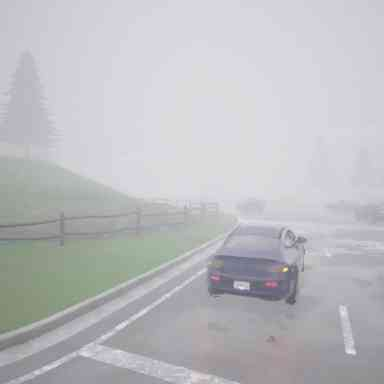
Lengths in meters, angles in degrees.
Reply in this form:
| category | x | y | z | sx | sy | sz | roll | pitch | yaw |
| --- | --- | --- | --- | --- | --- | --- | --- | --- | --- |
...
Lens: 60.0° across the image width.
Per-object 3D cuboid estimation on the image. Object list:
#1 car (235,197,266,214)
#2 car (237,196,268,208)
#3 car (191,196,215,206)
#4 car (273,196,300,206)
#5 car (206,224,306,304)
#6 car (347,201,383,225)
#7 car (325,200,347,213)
| category | x | y | z | sx | sy | sz | roll | pitch | yaw |
| --- | --- | --- | --- | --- | --- | --- | --- | --- | --- |
| car | 6.047 | 1.471 | 35.676 | 2.128 | 1.511 | 4.902 | 0 | 0 | -9 |
| car | 8.943 | 1.448 | 49.566 | 1.882 | 1.535 | 5.008 | 1 | -1 | -27 |
| car | 1.618 | 1.449 | 54.934 | 1.882 | 1.535 | 5.008 | 1 | -1 | -38 |
| car | 14.970 | 1.443 | 53.157 | 1.882 | 1.535 | 5.008 | 0 | 0 | -26 |
| car | 1.730 | 1.520 | 8.182 | 1.812 | 1.442 | 4.674 | 1 | 1 | 21 |
| car | 13.148 | 1.473 | 23.684 | 2.128 | 1.511 | 4.902 | 0 | 0 | 8 |
| car | 16.619 | 1.574 | 36.552 | 1.895 | 1.301 | 4.718 | 0 | 0 | -9 |
